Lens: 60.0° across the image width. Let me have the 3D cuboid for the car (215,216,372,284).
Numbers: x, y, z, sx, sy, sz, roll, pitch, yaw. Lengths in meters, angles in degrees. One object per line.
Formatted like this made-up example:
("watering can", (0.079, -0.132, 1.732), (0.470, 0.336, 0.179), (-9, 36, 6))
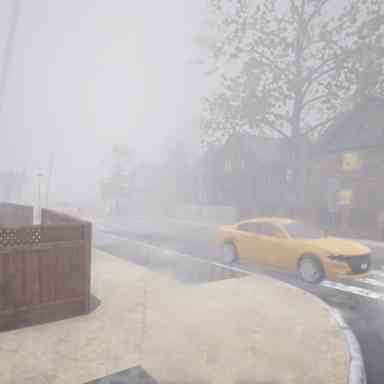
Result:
("car", (2.771, 1.553, 10.132), (1.882, 1.535, 5.008), (2, -2, -34))

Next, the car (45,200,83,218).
("car", (-12.764, 1.730, 32.818), (2.097, 1.767, 4.553), (2, -2, -34))

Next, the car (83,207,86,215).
("car", (-14.428, 2.064, 40.335), (1.812, 1.442, 4.674), (2, -2, -34))

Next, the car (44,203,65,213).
("car", (-20.050, 2.266, 48.440), (1.895, 1.301, 4.718), (2, -2, -34))

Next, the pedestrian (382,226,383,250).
("pedestrian", (7.746, 1.362, 13.249), (0.375, 1.860, 0.375), (1, -1, -34))
